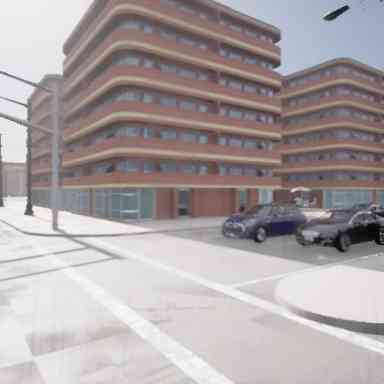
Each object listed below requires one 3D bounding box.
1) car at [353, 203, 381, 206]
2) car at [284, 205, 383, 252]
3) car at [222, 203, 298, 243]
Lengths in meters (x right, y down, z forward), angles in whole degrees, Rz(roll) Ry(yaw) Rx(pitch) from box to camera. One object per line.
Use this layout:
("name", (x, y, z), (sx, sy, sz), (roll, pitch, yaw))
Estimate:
("car", (11.105, 1.507, 21.591), (4.902, 1.511, 2.128), (0, 0, -35))
("car", (6.439, 1.501, 14.019), (4.902, 1.511, 2.128), (0, 0, -35))
("car", (3.633, 1.361, 16.324), (4.553, 1.767, 2.097), (0, 0, -35))
